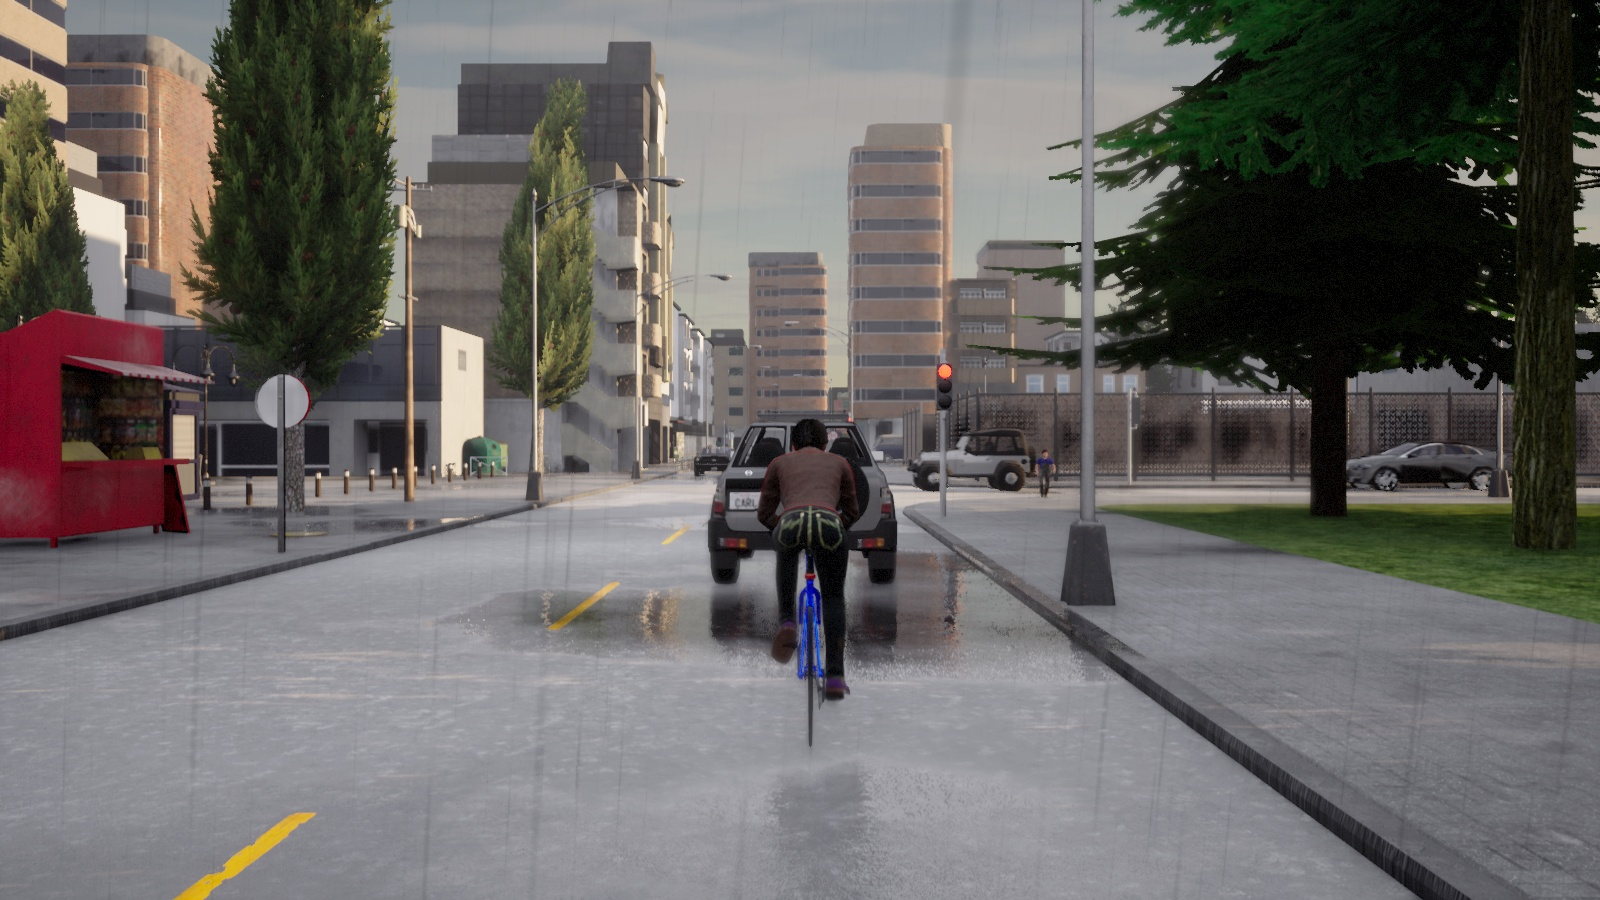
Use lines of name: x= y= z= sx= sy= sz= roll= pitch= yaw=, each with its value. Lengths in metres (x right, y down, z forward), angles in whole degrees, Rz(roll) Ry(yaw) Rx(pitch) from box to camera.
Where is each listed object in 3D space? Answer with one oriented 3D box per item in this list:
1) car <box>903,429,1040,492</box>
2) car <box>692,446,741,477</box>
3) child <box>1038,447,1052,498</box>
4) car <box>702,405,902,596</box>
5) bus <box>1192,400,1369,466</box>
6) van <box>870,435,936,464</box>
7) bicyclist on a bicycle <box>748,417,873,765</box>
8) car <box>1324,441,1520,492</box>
car: x=5.157 y=0.313 z=38.146 sx=3.866 sy=1.878 sz=1.905 roll=0 pitch=0 yaw=-1
car: x=-3.738 y=0.497 z=56.857 sx=1.895 sy=1.301 sz=4.718 roll=0 pitch=0 yaw=0
child: x=6.080 y=0.550 z=31.187 sx=0.270 sy=1.263 sz=0.437 roll=0 pitch=0 yaw=1
car: x=0.069 y=0.475 z=14.471 sx=1.932 sy=1.855 sz=4.605 roll=0 pitch=0 yaw=1
bus: x=31.802 y=-1.114 z=83.503 sx=10.273 sy=4.253 sz=3.944 roll=0 pitch=0 yaw=4
van: x=7.148 y=-0.029 z=87.371 sx=4.442 sy=1.987 sz=1.775 roll=0 pitch=0 yaw=-3
bicyclist on a bicycle: x=0.052 y=0.659 z=6.680 sx=0.582 sy=1.620 sz=1.656 roll=0 pitch=0 yaw=0
car: x=18.792 y=0.485 z=38.126 sx=4.902 sy=1.511 sz=2.128 roll=0 pitch=0 yaw=0
